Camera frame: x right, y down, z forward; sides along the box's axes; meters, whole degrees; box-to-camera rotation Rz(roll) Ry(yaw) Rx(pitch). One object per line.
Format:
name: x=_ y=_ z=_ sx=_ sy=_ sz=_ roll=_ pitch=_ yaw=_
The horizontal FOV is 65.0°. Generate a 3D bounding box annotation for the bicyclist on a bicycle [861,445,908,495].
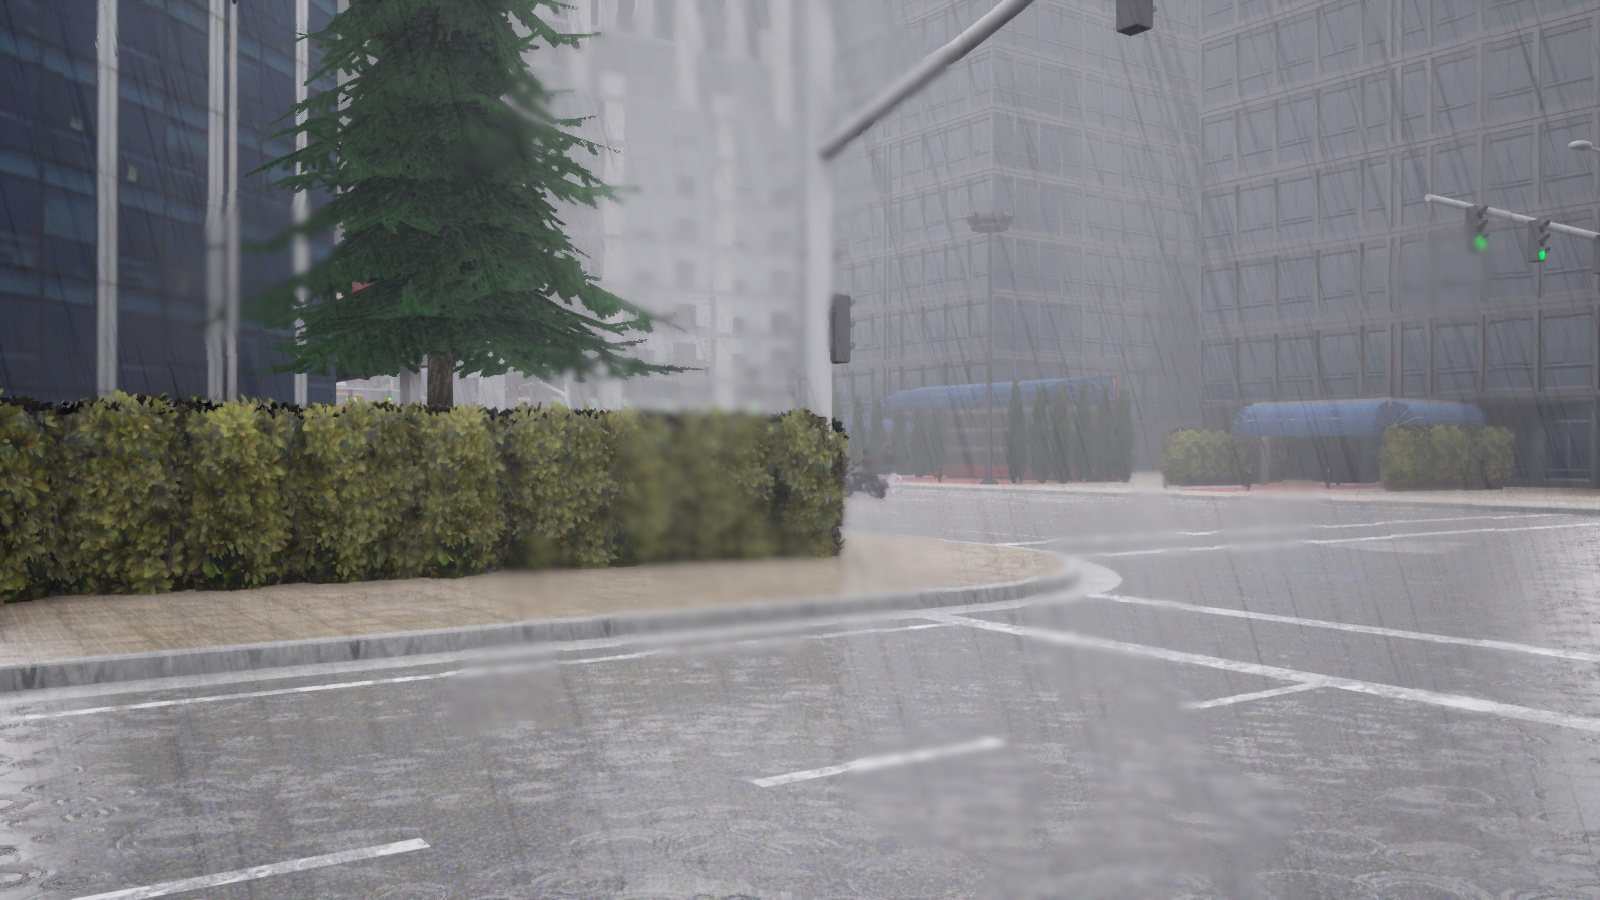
bicyclist on a bicycle: x=3.052 y=0.720 z=45.394 sx=0.659 sy=1.776 sz=1.843 roll=0 pitch=0 yaw=-35

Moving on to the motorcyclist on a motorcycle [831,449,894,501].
motorcyclist on a motorcycle: x=2.010 y=0.791 z=40.819 sx=0.766 sy=1.649 sz=2.350 roll=0 pitch=0 yaw=-35
